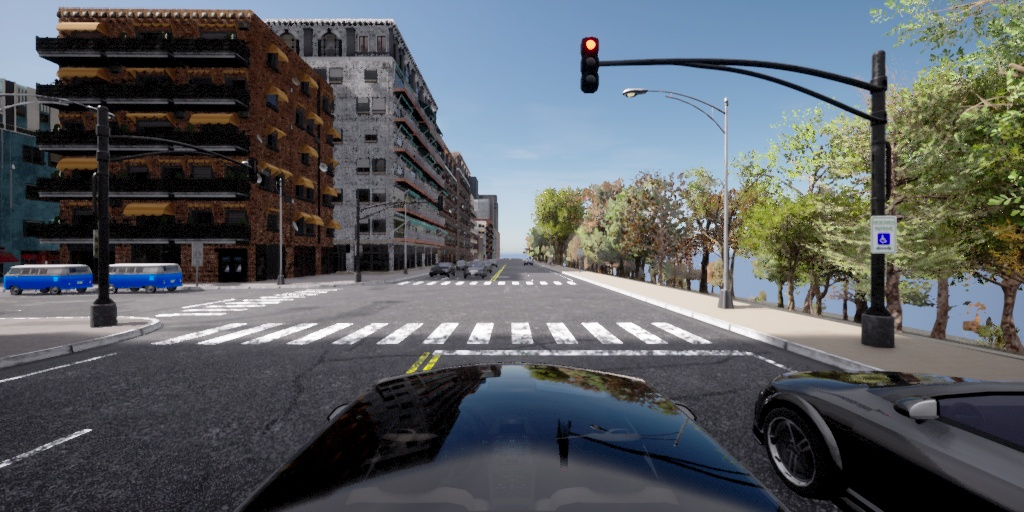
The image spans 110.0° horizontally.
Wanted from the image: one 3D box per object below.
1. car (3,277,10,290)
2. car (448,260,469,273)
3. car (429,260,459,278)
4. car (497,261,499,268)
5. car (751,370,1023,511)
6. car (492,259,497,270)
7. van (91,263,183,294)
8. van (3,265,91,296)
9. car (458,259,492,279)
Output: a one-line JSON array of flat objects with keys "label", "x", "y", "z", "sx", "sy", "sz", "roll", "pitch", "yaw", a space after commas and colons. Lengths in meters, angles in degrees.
[{"label": "car", "x": -22.617, "y": 1.622, "z": 13.661, "sx": 4.207, "sy": 1.307, "sz": 1.802, "roll": 0, "pitch": 0, "yaw": -1}, {"label": "car", "x": -6.538, "y": 1.252, "z": 44.471, "sx": 1.837, "sy": 1.490, "sz": 4.892, "roll": 0, "pitch": 1, "yaw": 0}, {"label": "car", "x": -6.554, "y": 1.295, "z": 34.601, "sx": 2.033, "sy": 1.411, "sz": 5.357, "roll": 0, "pitch": 0, "yaw": 0}, {"label": "car", "x": -3.243, "y": 1.263, "z": 59.404, "sx": 1.837, "sy": 1.490, "sz": 4.892, "roll": 0, "pitch": -1, "yaw": 0}, {"label": "car", "x": 3.348, "y": 1.314, "z": 1.805, "sx": 1.994, "sy": 1.385, "sz": 4.181, "roll": 0, "pitch": 0, "yaw": 0}, {"label": "car", "x": -3.293, "y": 1.241, "z": 42.387, "sx": 2.128, "sy": 1.511, "sz": 4.902, "roll": 0, "pitch": 0, "yaw": 0}, {"label": "van", "x": -22.691, "y": 1.348, "z": 22.007, "sx": 3.998, "sy": 1.789, "sz": 1.690, "roll": 0, "pitch": 0, "yaw": -1}, {"label": "van", "x": -28.293, "y": 1.421, "z": 21.939, "sx": 3.998, "sy": 1.789, "sz": 1.690, "roll": 0, "pitch": 0, "yaw": -1}, {"label": "car", "x": -3.307, "y": 1.239, "z": 33.110, "sx": 2.128, "sy": 1.511, "sz": 4.902, "roll": 0, "pitch": 0, "yaw": 0}]
